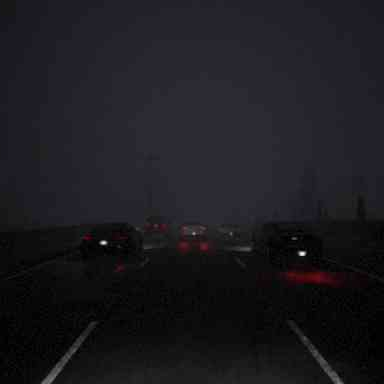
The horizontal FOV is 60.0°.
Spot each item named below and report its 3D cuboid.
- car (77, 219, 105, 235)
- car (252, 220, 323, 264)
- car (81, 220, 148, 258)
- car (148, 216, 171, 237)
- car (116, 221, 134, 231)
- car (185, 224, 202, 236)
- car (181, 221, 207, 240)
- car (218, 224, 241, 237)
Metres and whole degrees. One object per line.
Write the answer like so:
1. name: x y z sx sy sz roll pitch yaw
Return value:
1. car: -13.908 4.869 46.265 2.150 2.045 5.566 0 -6 0
2. car: 3.627 1.898 13.359 1.837 1.490 4.892 0 -3 0
3. car: -3.371 2.039 14.693 1.994 1.385 4.181 0 -4 0
4. car: -3.335 3.481 33.381 2.150 2.045 5.566 0 -6 0
5. car: -10.399 5.415 52.100 1.837 1.490 4.892 0 -6 0
6. car: 0.184 4.853 42.966 2.033 1.411 5.357 0 -6 0
7. car: 0.151 2.927 25.500 1.812 1.442 4.674 0 -6 0
8. car: 3.665 3.857 33.339 1.895 1.301 4.718 0 -6 0
